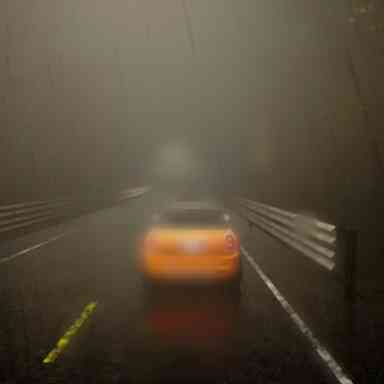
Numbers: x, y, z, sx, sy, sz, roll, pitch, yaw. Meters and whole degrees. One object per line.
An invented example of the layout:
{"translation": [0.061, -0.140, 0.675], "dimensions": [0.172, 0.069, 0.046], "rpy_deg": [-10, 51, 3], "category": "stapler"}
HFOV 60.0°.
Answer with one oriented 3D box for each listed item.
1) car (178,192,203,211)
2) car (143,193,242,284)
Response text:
{"translation": [-0.143, 0.706, 27.171], "dimensions": [1.895, 1.301, 4.718], "rpy_deg": [0, 2, 0], "category": "car"}
{"translation": [0.006, 1.056, 8.874], "dimensions": [2.097, 1.767, 4.553], "rpy_deg": [0, 2, 0], "category": "car"}
